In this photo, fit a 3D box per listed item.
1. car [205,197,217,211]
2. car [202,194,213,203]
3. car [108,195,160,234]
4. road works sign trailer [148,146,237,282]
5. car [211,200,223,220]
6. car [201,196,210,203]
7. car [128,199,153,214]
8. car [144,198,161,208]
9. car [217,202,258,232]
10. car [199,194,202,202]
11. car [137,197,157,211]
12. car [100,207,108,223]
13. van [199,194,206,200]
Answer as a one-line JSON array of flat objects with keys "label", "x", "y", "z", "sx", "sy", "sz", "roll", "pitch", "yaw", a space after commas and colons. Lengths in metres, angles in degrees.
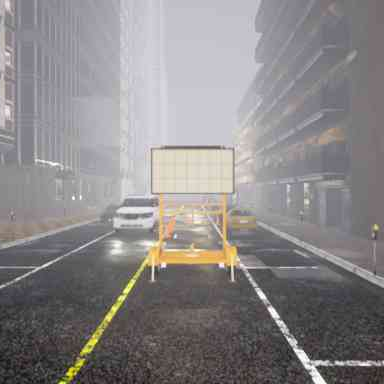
[{"label": "car", "x": 2.765, "y": 1.558, "z": 36.584, "sx": 2.008, "sy": 1.369, "sz": 4.403, "roll": 0, "pitch": 0, "yaw": 0}, {"label": "car", "x": 2.788, "y": 1.455, "z": 47.881, "sx": 1.967, "sy": 1.590, "sz": 4.097, "roll": 0, "pitch": 0, "yaw": 0}, {"label": "car", "x": -3.060, "y": 1.223, "z": 19.691, "sx": 2.150, "sy": 2.045, "sz": 5.566, "roll": 0, "pitch": 0, "yaw": 0}, {"label": "road works sign trailer", "x": 0.021, "y": 0.464, "z": 9.706, "sx": 2.380, "sy": 3.560, "sz": 2.880, "roll": 0, "pitch": 0, "yaw": 0}, {"label": "car", "x": 2.743, "y": 1.569, "z": 25.287, "sx": 1.947, "sy": 1.339, "sz": 4.313, "roll": 0, "pitch": 0, "yaw": 0}, {"label": "car", "x": 2.833, "y": 1.612, "z": 70.475, "sx": 1.802, "sy": 1.307, "sz": 4.206, "roll": 0, "pitch": 0, "yaw": 0}, {"label": "car", "x": -5.615, "y": 1.558, "z": 36.600, "sx": 2.008, "sy": 1.369, "sz": 4.403, "roll": 0, "pitch": 0, "yaw": 0}, {"label": "car", "x": -5.593, "y": 1.540, "z": 47.727, "sx": 1.752, "sy": 1.417, "sz": 4.829, "roll": 0, "pitch": 0, "yaw": 0}, {"label": "car", "x": 2.732, "y": 1.526, "z": 19.808, "sx": 1.752, "sy": 1.417, "sz": 4.829, "roll": 0, "pitch": 0, "yaw": 0}, {"label": "car", "x": 2.811, "y": 1.337, "z": 59.178, "sx": 2.192, "sy": 1.841, "sz": 5.009, "roll": 0, "pitch": 0, "yaw": 0}, {"label": "car", "x": -5.604, "y": 1.451, "z": 42.250, "sx": 1.967, "sy": 1.590, "sz": 4.097, "roll": 0, "pitch": 0, "yaw": 0}, {"label": "car", "x": -5.638, "y": 1.569, "z": 25.303, "sx": 1.947, "sy": 1.339, "sz": 4.313, "roll": 0, "pitch": 0, "yaw": 0}, {"label": "van", "x": 2.878, "y": 1.398, "z": 93.069, "sx": 1.690, "sy": 1.788, "sz": 3.998, "roll": 0, "pitch": 0, "yaw": 0}]
